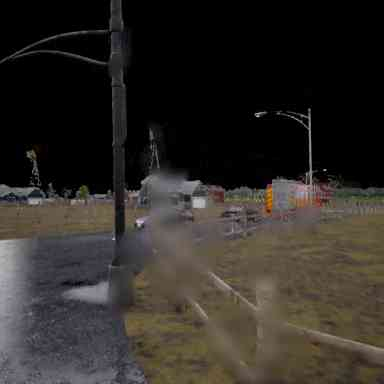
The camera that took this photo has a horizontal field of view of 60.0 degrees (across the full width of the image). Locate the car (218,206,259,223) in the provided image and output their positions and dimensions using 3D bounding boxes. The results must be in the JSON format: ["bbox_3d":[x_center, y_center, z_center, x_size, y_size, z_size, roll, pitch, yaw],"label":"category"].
[{"bbox_3d":[4.525,2.057,31.215,2.033,1.411,5.357,-2,-2,36],"label":"car"}]

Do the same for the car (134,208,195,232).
[{"bbox_3d":[-1.779,1.826,22.634,2.128,1.511,4.902,-2,-2,38],"label":"car"}]

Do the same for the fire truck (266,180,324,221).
[{"bbox_3d":[10.436,0.838,33.207,2.891,3.827,8.468,-2,-2,36],"label":"fire truck"}]
